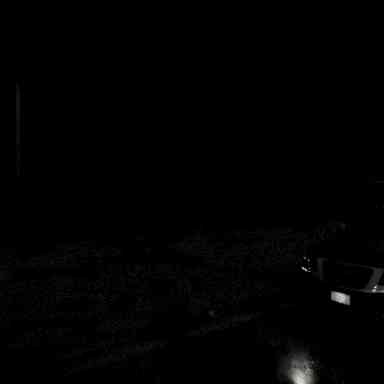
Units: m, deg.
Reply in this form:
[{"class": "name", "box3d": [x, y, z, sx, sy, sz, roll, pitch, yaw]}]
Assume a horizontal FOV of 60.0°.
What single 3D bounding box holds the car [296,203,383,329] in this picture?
[{"class": "car", "box3d": [4.462, 1.230, 6.571, 5.566, 2.045, 2.150, 0, 0, -36]}]
